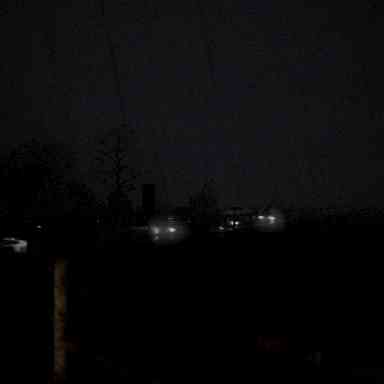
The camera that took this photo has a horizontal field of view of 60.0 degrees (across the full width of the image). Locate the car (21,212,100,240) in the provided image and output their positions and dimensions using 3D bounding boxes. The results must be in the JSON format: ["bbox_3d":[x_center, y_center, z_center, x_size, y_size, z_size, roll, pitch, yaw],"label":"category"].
[{"bbox_3d":[-7.200,1.809,18.581,1.994,1.385,4.181,1,-1,35],"label":"car"}]

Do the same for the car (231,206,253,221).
[{"bbox_3d":[4.948,2.216,35.593,1.812,1.442,4.674,1,-1,35],"label":"car"}]

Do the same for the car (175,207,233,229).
[{"bbox_3d":[0.972,2.059,24.927,1.994,1.385,4.181,1,-1,35],"label":"car"}]

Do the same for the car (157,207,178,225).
[{"bbox_3d":[-0.830,1.985,27.502,1.837,1.490,4.892,1,-1,35],"label":"car"}]

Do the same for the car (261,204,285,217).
[{"bbox_3d":[10.731,2.404,43.645,1.837,1.490,4.892,1,-1,36],"label":"car"}]
